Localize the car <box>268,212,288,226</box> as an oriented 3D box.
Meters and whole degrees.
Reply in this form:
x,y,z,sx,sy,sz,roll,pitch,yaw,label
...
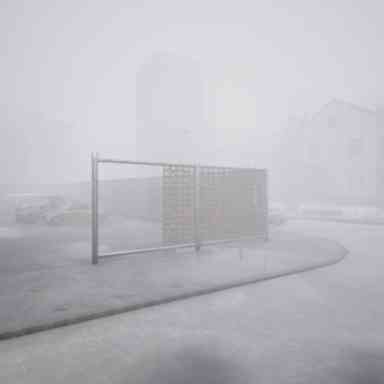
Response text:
x,y,z,sx,sy,sz,roll,pitch,yaw,label
4.233,1.594,22.932,1.895,1.301,4.718,0,0,-36,car

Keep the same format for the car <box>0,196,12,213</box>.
x,y,z,sx,sy,sz,roll,pitch,yaw,label
-17.649,1.471,35.758,5.357,1.415,2.033,0,0,-36,car

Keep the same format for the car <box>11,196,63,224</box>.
x,y,z,sx,sy,sz,roll,pitch,yaw,label
-10.077,1.345,23.853,4.611,1.667,2.242,0,0,-36,car

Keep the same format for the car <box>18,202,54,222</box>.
x,y,z,sx,sy,sz,roll,pitch,yaw,label
-11.813,1.449,25.229,2.207,1.379,1.481,0,0,-36,car

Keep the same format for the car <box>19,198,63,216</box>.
x,y,z,sx,sy,sz,roll,pitch,yaw,label
-14.591,1.409,32.192,3.633,1.501,1.845,0,0,-36,car

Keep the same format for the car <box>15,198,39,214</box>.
x,y,z,sx,sy,sz,roll,pitch,yaw,label
-17.647,1.399,35.480,1.789,1.547,3.705,0,0,-36,car

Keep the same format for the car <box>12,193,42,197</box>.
x,y,z,sx,sy,sz,roll,pitch,yaw,label
-12.368,1.240,27.490,3.866,1.878,1.905,0,0,-36,car

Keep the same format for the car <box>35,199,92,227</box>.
x,y,z,sx,sy,sz,roll,pitch,yaw,label
-7.633,1.413,21.702,4.193,1.474,1.816,0,0,-36,car
